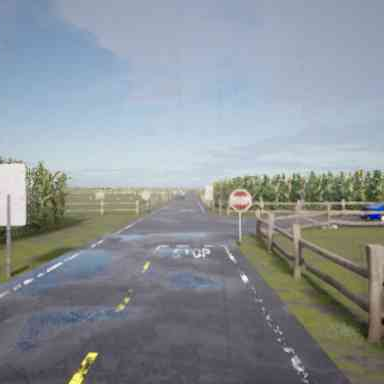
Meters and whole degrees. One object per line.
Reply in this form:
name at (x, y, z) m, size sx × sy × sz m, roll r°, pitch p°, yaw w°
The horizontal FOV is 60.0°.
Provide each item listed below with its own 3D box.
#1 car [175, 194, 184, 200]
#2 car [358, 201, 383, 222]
car at (-2.755, 1.150, 74.528) m, size 1.994 × 1.385 × 4.181 m, roll 0°, pitch 0°, yaw 0°
car at (14.103, 1.336, 22.816) m, size 5.008 × 1.535 × 1.882 m, roll -1°, pitch 0°, yaw -2°
